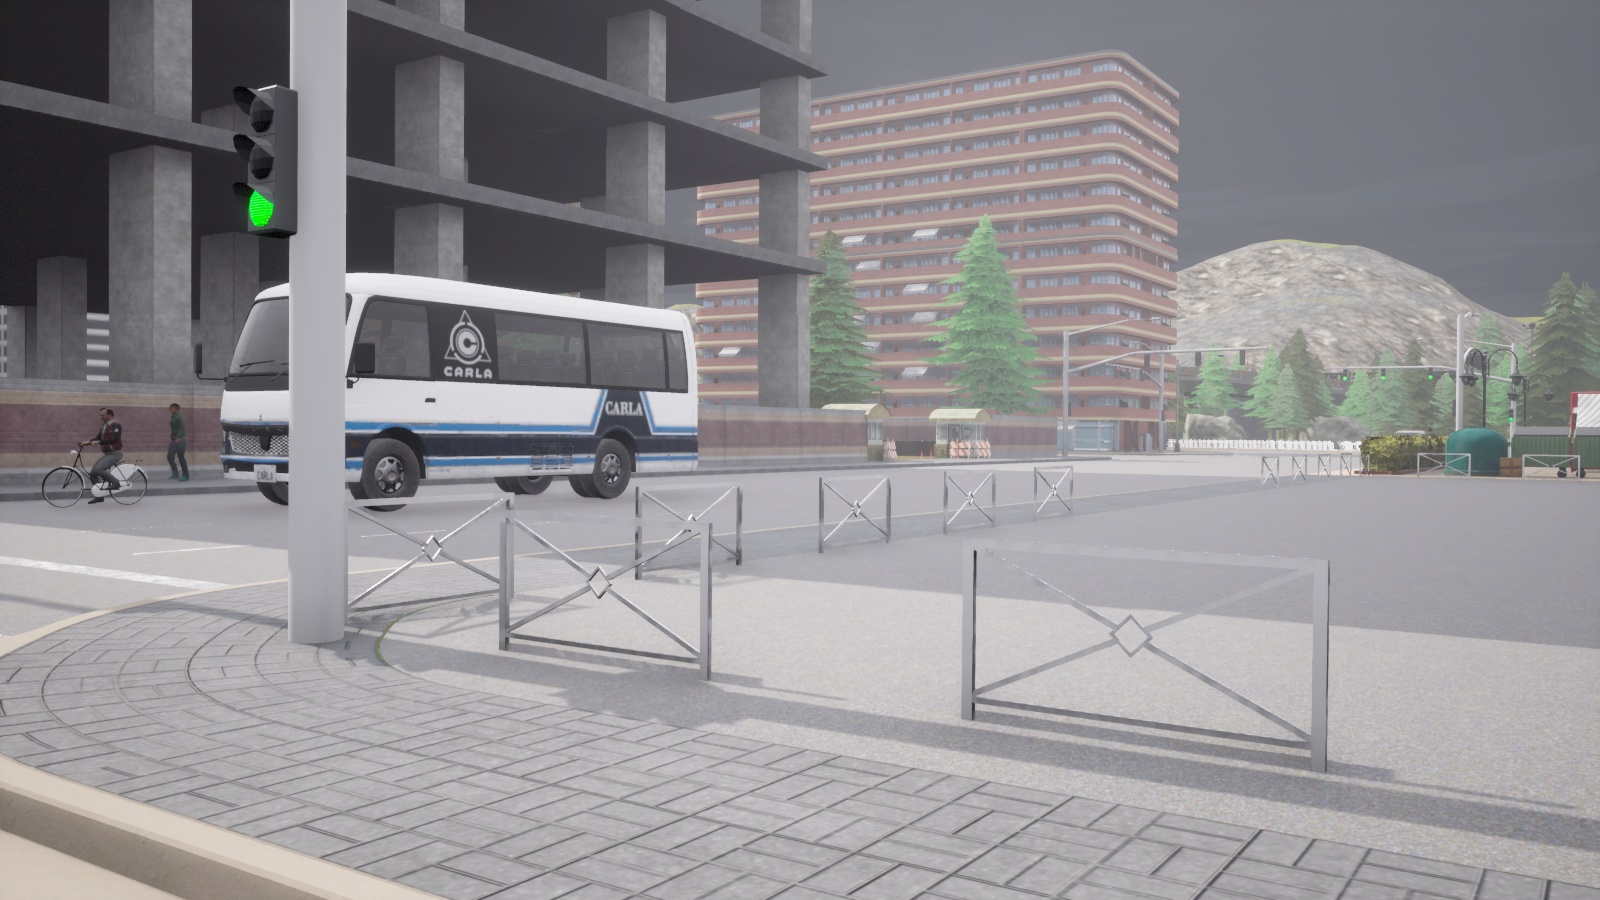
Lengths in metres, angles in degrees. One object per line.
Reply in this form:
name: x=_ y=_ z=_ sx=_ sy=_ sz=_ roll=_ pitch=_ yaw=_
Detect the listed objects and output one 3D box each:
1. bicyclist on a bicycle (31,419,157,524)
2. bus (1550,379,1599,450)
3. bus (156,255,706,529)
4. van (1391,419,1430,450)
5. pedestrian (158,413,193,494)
bicyclist on a bicycle: x=-12.481 y=0.356 z=22.252 sx=0.659 sy=1.776 sz=1.843 roll=0 pitch=1 yaw=33
bus: x=50.593 y=-2.120 z=74.498 sx=10.273 sy=4.253 sz=3.944 roll=0 pitch=1 yaw=34
bus: x=-6.591 y=-0.980 z=24.827 sx=3.944 sy=4.253 sz=10.273 roll=0 pitch=1 yaw=33
van: x=41.043 y=-1.060 z=84.346 sx=1.775 sy=1.987 sz=4.442 roll=0 pitch=1 yaw=33
pedestrian: x=-14.444 y=0.071 z=29.036 sx=0.353 sy=1.847 sz=0.614 roll=0 pitch=1 yaw=35
